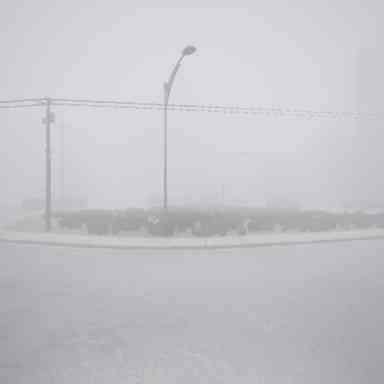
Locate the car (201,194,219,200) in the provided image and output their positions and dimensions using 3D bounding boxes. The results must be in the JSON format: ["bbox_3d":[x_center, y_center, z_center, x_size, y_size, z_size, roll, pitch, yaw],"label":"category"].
[{"bbox_3d":[3.744,1.310,67.637,3.866,1.878,1.905,0,0,-21],"label":"car"}]

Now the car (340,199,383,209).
[{"bbox_3d":[21.647,1.561,42.797,2.033,1.411,5.357,0,0,-21],"label":"car"}]

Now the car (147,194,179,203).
[{"bbox_3d":[-4.947,1.307,53.354,4.605,1.855,1.932,0,0,-21],"label":"car"}]

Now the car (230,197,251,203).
[{"bbox_3d":[9.308,1.610,64.623,2.033,1.411,5.357,0,0,-21],"label":"car"}]

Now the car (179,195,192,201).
[{"bbox_3d":[-1.646,1.503,80.008,4.193,1.474,1.816,0,0,-21],"label":"car"}]

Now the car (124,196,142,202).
[{"bbox_3d":[-13.216,1.518,74.258,3.905,1.438,1.784,0,0,-21],"label":"car"}]

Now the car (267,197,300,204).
[{"bbox_3d":[12.468,1.477,45.057,4.611,1.667,2.242,0,0,-21],"label":"car"}]
